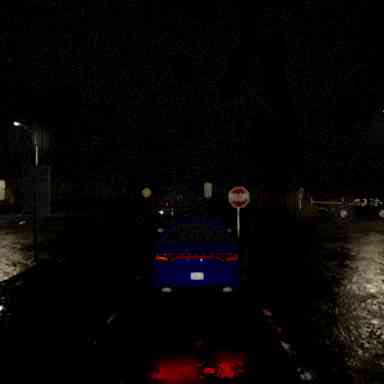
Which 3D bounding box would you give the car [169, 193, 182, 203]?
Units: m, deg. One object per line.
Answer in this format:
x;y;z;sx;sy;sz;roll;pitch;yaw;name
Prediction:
-2.887;0.915;51.773;2.097;1.767;4.553;0;0;0;car

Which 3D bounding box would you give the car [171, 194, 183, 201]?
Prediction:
-2.864;1.049;64.384;1.895;1.301;4.718;0;1;1;car

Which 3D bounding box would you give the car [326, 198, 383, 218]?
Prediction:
13.119;1.221;26.206;4.892;1.490;1.837;0;1;3;car

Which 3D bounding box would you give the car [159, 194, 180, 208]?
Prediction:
-2.888;1.230;40.177;1.994;1.385;4.181;0;1;0;car

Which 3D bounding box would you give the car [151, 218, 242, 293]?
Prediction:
0.079;1.408;8.705;1.882;1.535;5.008;0;0;0;car
